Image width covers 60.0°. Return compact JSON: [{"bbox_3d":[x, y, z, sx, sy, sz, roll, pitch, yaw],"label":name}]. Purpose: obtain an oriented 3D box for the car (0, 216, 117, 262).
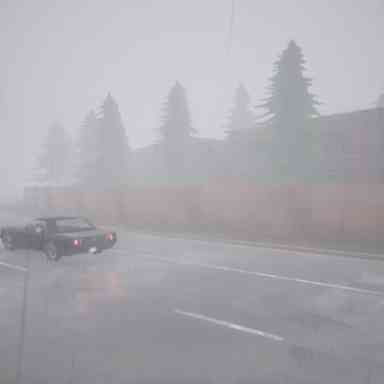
[{"bbox_3d":[-4.916,1.528,11.877,4.718,1.301,1.895,0,0,37],"label":"car"}]
